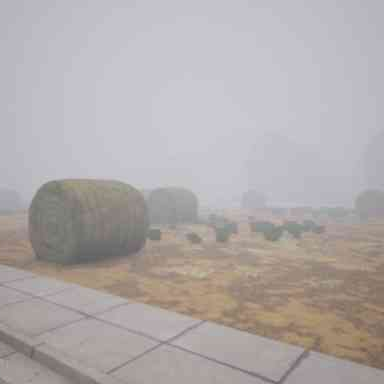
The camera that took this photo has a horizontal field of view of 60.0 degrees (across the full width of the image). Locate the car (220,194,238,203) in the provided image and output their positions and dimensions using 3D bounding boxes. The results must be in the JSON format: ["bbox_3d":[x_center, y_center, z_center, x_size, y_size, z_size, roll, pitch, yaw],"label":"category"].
[{"bbox_3d":[8.025,1.386,71.562,3.866,1.878,1.905,-2,6,-10],"label":"car"}]
